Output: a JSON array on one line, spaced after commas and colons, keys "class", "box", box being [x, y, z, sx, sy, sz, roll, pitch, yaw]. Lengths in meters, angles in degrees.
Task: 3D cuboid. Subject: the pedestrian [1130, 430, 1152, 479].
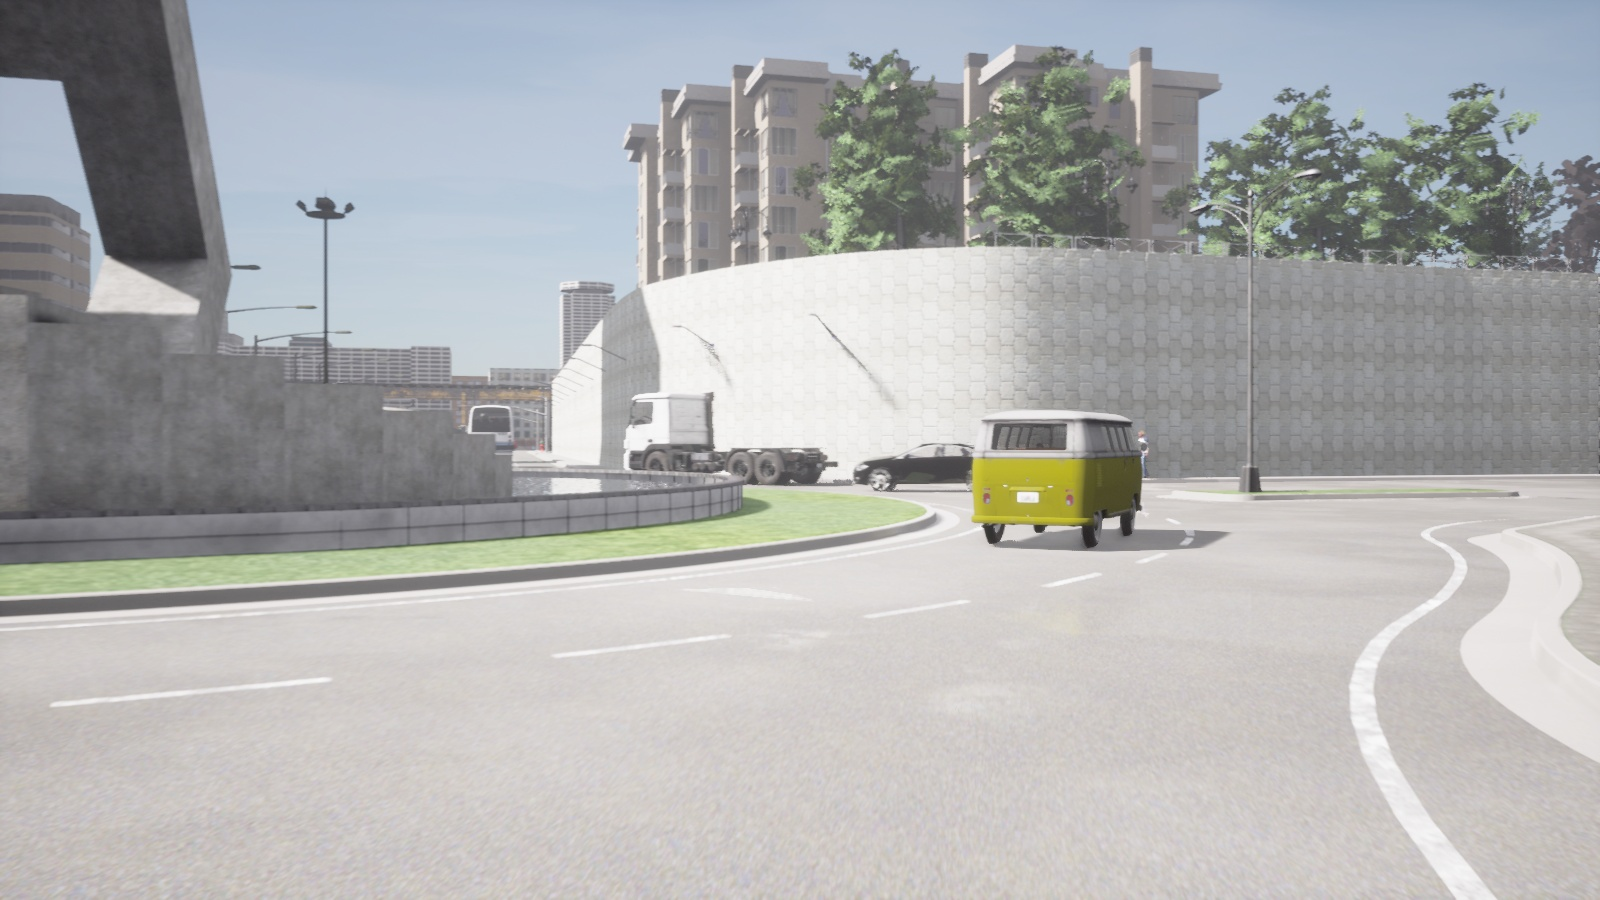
[{"class": "pedestrian", "box": [12.696, 0.159, 46.717, 0.706, 1.836, 0.354, 0, 0, -17]}]

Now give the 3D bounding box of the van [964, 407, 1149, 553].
[{"class": "van", "box": [4.091, 0.396, 19.446, 1.775, 1.987, 4.442, 0, 0, 26]}]

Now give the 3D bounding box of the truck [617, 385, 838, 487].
[{"class": "truck", "box": [-2.745, -0.500, 46.059, 7.936, 3.462, 2.891, 0, 0, 33]}]

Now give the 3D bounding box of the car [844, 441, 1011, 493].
[{"class": "car", "box": [3.925, 0.493, 38.386, 4.902, 1.511, 2.128, 0, 0, 11]}]
